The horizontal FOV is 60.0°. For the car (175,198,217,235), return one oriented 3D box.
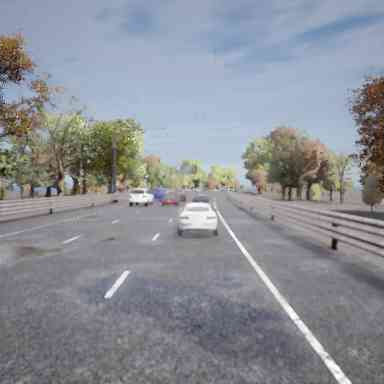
[{"bbox_3d":[0.295,1.264,16.923,1.812,1.442,4.674,0,1,1],"label":"car"}]

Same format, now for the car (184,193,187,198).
[{"bbox_3d":[-1.833,0.724,51.032,2.128,1.511,4.902,0,1,4],"label":"car"}]

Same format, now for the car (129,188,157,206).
[{"bbox_3d":[-5.999,0.616,39.835,2.150,2.045,5.566,0,1,3],"label":"car"}]

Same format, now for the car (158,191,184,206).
[{"bbox_3d":[-2.483,0.956,40.075,1.994,1.385,4.181,0,1,3],"label":"car"}]

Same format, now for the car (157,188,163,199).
[{"bbox_3d":[-5.375,0.460,50.618,2.150,2.045,5.566,0,1,4],"label":"car"}]

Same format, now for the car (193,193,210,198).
[{"bbox_3d":[1.135,0.885,40.115,2.128,1.511,4.902,0,1,3],"label":"car"}]
